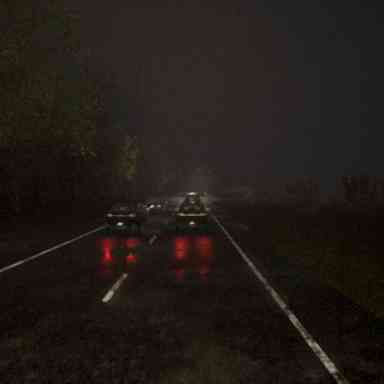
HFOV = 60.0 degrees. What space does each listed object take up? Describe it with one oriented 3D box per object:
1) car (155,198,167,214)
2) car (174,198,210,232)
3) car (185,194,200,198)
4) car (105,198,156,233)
[{"bbox_3d":[-3.456,1.266,31.502,2.033,1.411,5.357,0,1,1],"label":"car"},{"bbox_3d":[0.013,1.322,18.894,2.128,1.511,4.902,0,0,0],"label":"car"},{"bbox_3d":[0.065,1.045,34.125,2.097,1.767,4.553,0,0,0],"label":"car"},{"bbox_3d":[-3.485,1.327,18.590,2.128,1.511,4.902,0,0,0],"label":"car"}]
